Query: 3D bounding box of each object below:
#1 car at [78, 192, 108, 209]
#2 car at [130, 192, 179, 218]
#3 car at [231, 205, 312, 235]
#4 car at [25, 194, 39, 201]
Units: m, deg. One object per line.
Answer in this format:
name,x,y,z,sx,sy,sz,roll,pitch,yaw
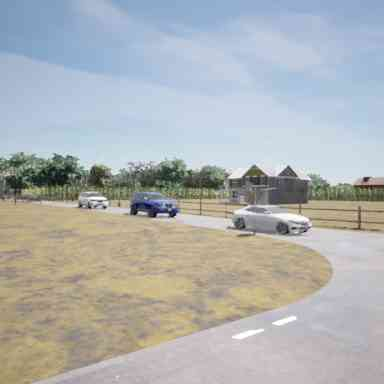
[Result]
car,-12.138,1.003,40.588,2.150,2.045,5.566,2,-1,-36
car,-3.365,1.047,28.397,2.150,2.045,5.566,2,-1,-36
car,4.196,1.435,18.233,1.812,1.442,4.674,2,-1,-39
car,-40.173,1.533,84.298,2.128,1.511,4.902,2,-2,-36
